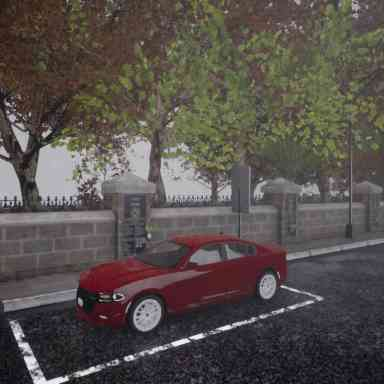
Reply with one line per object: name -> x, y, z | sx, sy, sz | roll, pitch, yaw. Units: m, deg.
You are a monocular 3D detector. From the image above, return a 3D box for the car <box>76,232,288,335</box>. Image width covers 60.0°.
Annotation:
car -> 0.013, 1.545, 6.715 | 4.507, 1.381, 1.887 | 0, 0, -35

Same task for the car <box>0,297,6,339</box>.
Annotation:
car -> -4.476, 1.551, 3.467 | 4.403, 1.369, 2.008 | 0, 0, -35
